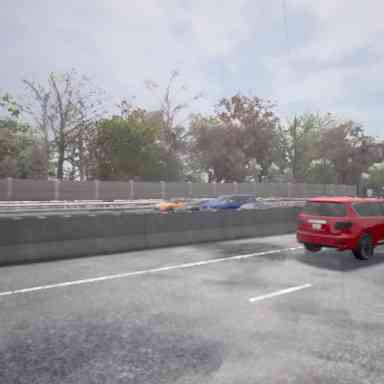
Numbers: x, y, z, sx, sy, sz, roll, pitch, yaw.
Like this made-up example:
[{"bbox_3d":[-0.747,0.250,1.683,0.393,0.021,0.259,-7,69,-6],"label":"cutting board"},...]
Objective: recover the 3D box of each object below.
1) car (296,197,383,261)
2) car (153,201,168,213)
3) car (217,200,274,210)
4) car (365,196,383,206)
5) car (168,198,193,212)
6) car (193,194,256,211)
[{"bbox_3d":[6.304,1.221,12.542,5.566,2.045,2.150,0,0,-36],"label":"car"},{"bbox_3d":[-1.546,1.352,32.982,4.553,1.767,2.097,0,0,-35],"label":"car"},{"bbox_3d":[4.392,1.526,24.335,4.674,1.442,1.812,0,0,-35],"label":"car"},{"bbox_3d":[31.876,1.524,56.726,4.902,1.511,2.128,0,0,-35],"label":"car"},{"bbox_3d":[0.606,1.505,30.219,4.892,1.490,1.837,0,0,-35],"label":"car"},{"bbox_3d":[3.144,1.222,27.731,5.566,2.045,2.150,0,0,-35],"label":"car"}]
